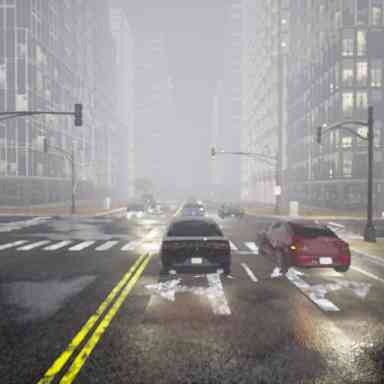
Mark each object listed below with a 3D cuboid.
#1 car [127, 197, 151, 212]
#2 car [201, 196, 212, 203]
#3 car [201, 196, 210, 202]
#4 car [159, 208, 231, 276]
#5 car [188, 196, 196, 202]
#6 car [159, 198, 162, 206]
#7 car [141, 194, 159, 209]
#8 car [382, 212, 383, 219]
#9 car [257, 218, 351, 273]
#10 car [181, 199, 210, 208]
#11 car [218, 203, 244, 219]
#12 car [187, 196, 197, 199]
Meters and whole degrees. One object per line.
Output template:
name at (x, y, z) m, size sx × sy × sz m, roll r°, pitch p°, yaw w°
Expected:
car at (-6.589, 1.663, 40.255) m, size 1.994 × 1.385 × 4.181 m, roll 0°, pitch 0°, yaw 0°
car at (3.255, 1.684, 71.530) m, size 2.128 × 1.511 × 4.902 m, roll 0°, pitch 0°, yaw 0°
car at (3.255, 1.699, 81.392) m, size 1.812 × 1.442 × 4.674 m, roll 0°, pitch 0°, yaw 0°
car at (0.003, 1.505, 10.487) m, size 1.882 × 1.535 × 5.008 m, roll 0°, pitch 0°, yaw -3°
car at (0.005, 1.727, 80.983) m, size 1.994 × 1.385 × 4.181 m, roll 0°, pitch 0°, yaw 0°
car at (-6.497, 1.663, 59.428) m, size 1.812 × 1.442 × 4.674 m, roll 0°, pitch 0°, yaw 0°
car at (-6.573, 1.339, 49.288) m, size 2.150 × 2.045 × 5.566 m, roll 0°, pitch 0°, yaw 0°
car at (17.167, 1.424, 24.476) m, size 5.566 × 2.045 × 2.150 m, roll 1°, pitch 1°, yaw 1°
car at (3.355, 1.554, 10.632) m, size 1.812 × 1.442 × 4.674 m, roll 0°, pitch 0°, yaw 0°
car at (0.120, 1.570, 27.069) m, size 2.033 × 1.411 × 5.357 m, roll 1°, pitch 1°, yaw 0°
car at (3.365, 1.648, 29.688) m, size 1.895 × 1.301 × 4.718 m, roll 0°, pitch -1°, yaw 0°
car at (0.004, 1.658, 70.544) m, size 1.837 × 1.490 × 4.892 m, roll 0°, pitch 0°, yaw 0°
